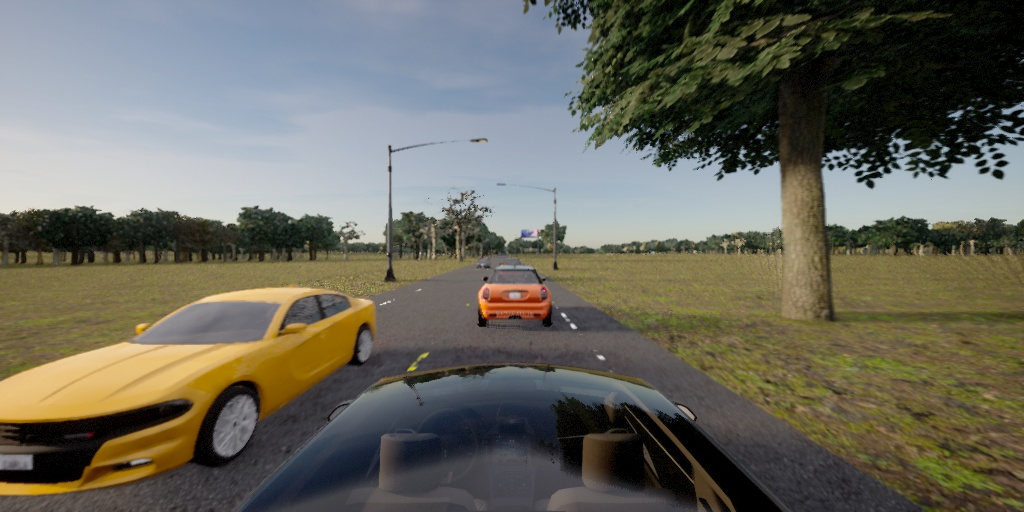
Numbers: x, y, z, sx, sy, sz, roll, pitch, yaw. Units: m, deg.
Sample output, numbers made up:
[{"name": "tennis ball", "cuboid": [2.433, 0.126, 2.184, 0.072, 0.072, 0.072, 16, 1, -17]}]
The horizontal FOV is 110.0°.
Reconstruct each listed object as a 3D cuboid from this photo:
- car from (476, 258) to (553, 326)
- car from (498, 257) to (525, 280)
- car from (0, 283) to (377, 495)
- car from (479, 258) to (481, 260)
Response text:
[{"name": "car", "cuboid": [0.074, 1.083, 11.784, 2.097, 1.767, 4.553, 0, 0, 0]}, {"name": "car", "cuboid": [-0.039, 0.976, 30.582, 2.097, 1.767, 4.553, 0, 1, 0]}, {"name": "car", "cuboid": [-3.608, 1.222, 5.100, 1.882, 1.535, 5.008, 0, 0, 0]}, {"name": "car", "cuboid": [-3.844, 0.982, 49.102, 2.128, 1.511, 4.902, 0, 1, -1]}]
